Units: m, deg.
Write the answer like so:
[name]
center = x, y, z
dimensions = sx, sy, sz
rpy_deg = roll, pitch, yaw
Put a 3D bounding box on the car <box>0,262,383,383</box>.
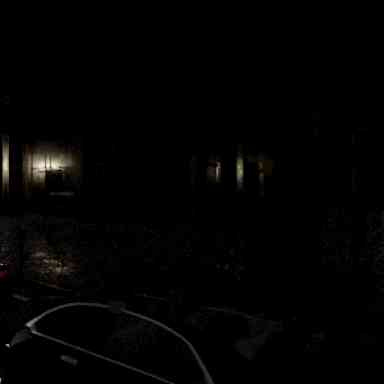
[car]
center = -0.520, 1.543, 3.327
dimensions = 4.403, 1.369, 2.008
rpy_deg = 0, 0, 35
